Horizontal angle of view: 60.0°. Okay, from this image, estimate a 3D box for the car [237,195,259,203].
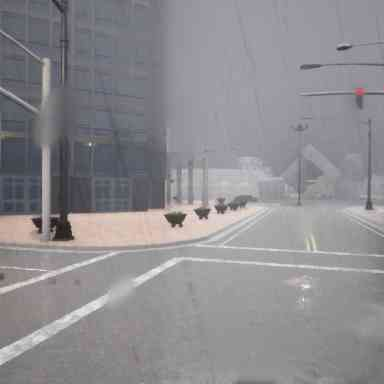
[{"bbox_3d":[10.500,1.293,63.373,1.837,1.490,4.892,-1,1,-34],"label":"car"}]
